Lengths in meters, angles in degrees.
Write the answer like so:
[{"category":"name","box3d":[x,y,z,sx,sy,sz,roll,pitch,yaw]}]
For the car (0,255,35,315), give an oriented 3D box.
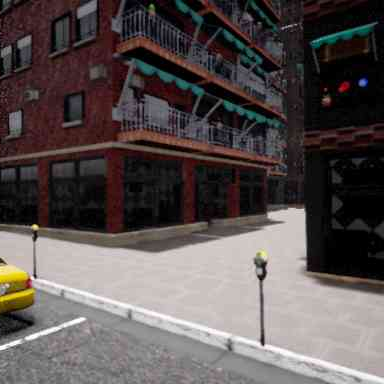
[{"category":"car","box3d":[-4.925,1.477,6.412,4.829,1.417,1.752,0,-1,36]}]
